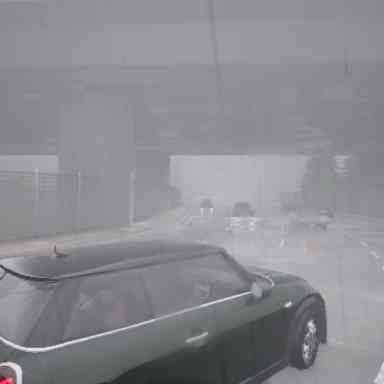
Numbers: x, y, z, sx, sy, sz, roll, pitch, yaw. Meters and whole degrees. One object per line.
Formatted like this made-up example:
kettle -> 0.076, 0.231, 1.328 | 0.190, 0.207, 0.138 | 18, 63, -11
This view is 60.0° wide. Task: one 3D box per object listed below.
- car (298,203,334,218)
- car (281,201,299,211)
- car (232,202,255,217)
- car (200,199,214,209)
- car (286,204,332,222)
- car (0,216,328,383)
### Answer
car -> 12.225, 1.805, 32.481 | 1.994, 1.385, 4.181 | 0, 0, 3
car -> 12.707, 1.848, 42.424 | 2.033, 1.411, 5.357 | 0, 0, 3
car -> 5.207, 1.744, 34.095 | 1.812, 1.442, 4.674 | 0, 0, 3
car -> 2.394, 1.817, 52.655 | 1.837, 1.490, 4.892 | 0, 0, 2
car -> 7.873, 1.767, 22.778 | 1.895, 1.301, 4.718 | 0, 0, 10
car -> -0.228, 1.375, 4.064 | 4.553, 1.767, 2.097 | 0, -1, -43
